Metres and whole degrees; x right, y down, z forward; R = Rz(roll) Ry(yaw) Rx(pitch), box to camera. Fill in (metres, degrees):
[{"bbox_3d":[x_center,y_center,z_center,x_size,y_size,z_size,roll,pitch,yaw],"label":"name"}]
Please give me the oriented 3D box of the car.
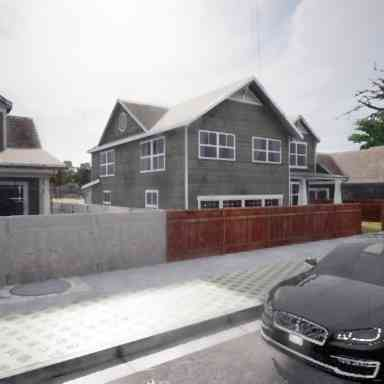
[{"bbox_3d":[3.209,1.504,5.373,4.892,1.490,1.837,0,0,-36],"label":"car"}]
